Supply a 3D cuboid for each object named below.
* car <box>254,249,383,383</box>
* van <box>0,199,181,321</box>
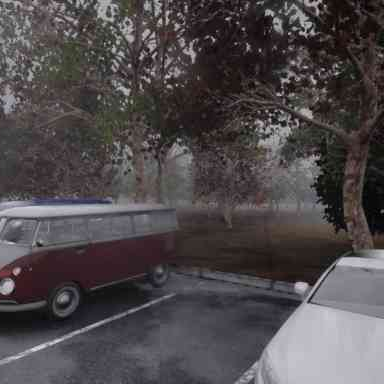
[{"bbox_3d":[2.402,1.520,4.050,2.002,1.452,4.674,0,0,36],"label":"car"},{"bbox_3d":[-2.195,1.255,7.197,1.878,1.987,4.442,0,0,36],"label":"van"}]
